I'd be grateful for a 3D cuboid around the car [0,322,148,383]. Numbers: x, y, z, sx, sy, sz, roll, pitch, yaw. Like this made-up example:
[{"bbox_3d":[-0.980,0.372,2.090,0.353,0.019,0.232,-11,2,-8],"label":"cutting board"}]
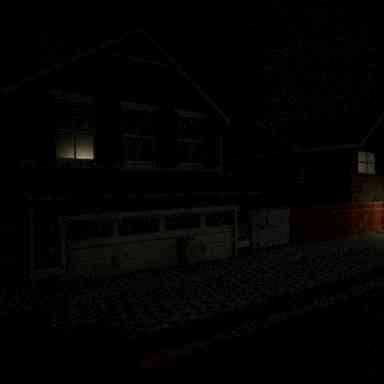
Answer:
[{"bbox_3d":[-2.350,1.526,1.451,4.674,1.442,1.812,0,0,-35],"label":"car"}]
